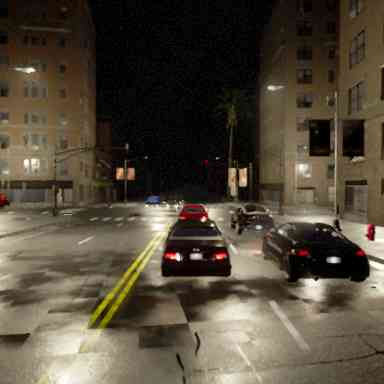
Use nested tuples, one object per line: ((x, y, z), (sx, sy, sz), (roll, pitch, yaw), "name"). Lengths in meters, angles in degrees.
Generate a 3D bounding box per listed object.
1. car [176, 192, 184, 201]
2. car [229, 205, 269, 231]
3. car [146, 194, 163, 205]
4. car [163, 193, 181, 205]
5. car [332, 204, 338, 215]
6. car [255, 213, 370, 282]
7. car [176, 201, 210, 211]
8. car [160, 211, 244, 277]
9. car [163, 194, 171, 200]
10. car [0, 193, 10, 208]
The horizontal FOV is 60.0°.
((-3.248, 1.351, 71.936), (1.882, 1.535, 5.008), (0, 0, 0), "car")
((3.250, 1.472, 18.625), (1.837, 1.490, 4.892), (0, 0, 0), "car")
((-6.572, 1.383, 56.503), (1.882, 1.535, 5.008), (0, 1, 1), "car")
((-3.320, 1.407, 56.785), (1.837, 1.490, 4.892), (0, 1, 1), "car")
((16.214, 1.711, 33.069), (4.313, 1.339, 1.947), (0, 0, 0), "car")
((3.309, 1.547, 9.711), (1.994, 1.385, 4.181), (0, 0, 1), "car")
((0.101, 1.492, 19.683), (1.812, 1.442, 4.674), (0, 0, 0), "car")
((0.092, 1.529, 10.156), (2.033, 1.411, 5.357), (0, 0, 0), "car")
((-6.497, 1.238, 86.656), (1.994, 1.385, 4.181), (0, 0, 0), "car")
((-23.886, 1.025, 38.565), (5.009, 1.841, 2.192), (0, 0, -9), "car")
